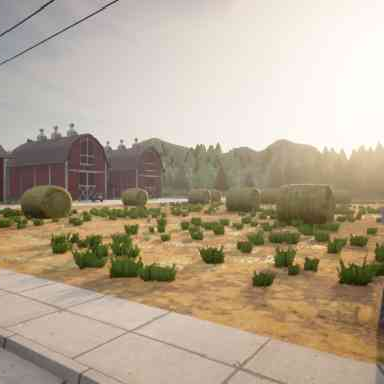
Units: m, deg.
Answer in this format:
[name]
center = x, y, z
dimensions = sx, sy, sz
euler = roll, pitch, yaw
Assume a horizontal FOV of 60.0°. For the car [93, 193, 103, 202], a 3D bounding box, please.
[car]
center = -19.651, 1.118, 69.803
dimensions = 1.905, 1.878, 3.866
euler = 6, 1, -10
